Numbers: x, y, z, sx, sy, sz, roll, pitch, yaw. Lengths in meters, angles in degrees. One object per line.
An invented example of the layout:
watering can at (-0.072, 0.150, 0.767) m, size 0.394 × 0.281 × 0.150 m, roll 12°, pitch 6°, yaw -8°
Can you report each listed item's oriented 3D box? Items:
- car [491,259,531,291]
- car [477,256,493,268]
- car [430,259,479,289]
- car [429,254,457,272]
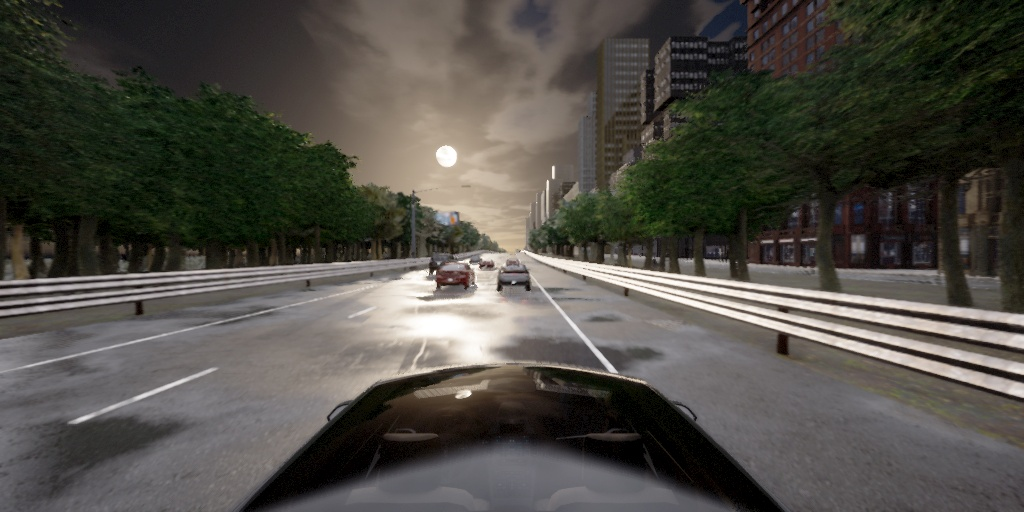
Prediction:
car at (0.102, 1.163, 21.332) m, size 2.128 × 1.511 × 4.902 m, roll 0°, pitch 0°, yaw 0°
car at (-3.393, 1.015, 49.502) m, size 1.895 × 1.301 × 4.718 m, roll 0°, pitch 1°, yaw 0°
car at (-3.399, 1.142, 22.200) m, size 1.882 × 1.535 × 5.008 m, roll 0°, pitch 1°, yaw 0°
car at (-6.894, 0.785, 36.493) m, size 2.150 × 2.045 × 5.566 m, roll 0°, pitch 1°, yaw 0°
